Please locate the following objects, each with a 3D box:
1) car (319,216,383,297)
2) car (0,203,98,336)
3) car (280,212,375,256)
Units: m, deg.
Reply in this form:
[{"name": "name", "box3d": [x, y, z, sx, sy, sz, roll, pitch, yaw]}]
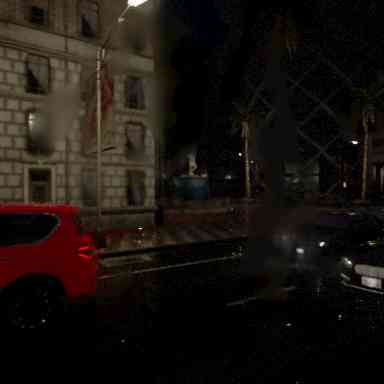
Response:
[{"name": "car", "box3d": [5.409, 1.433, 7.720, 4.902, 1.511, 2.128, -1, 0, -35]}, {"name": "car", "box3d": [-4.329, 1.228, 5.150, 5.566, 2.045, 2.150, 0, 0, -35]}, {"name": "car", "box3d": [5.620, 1.471, 12.154, 5.357, 1.411, 2.033, 0, 0, -35]}]
